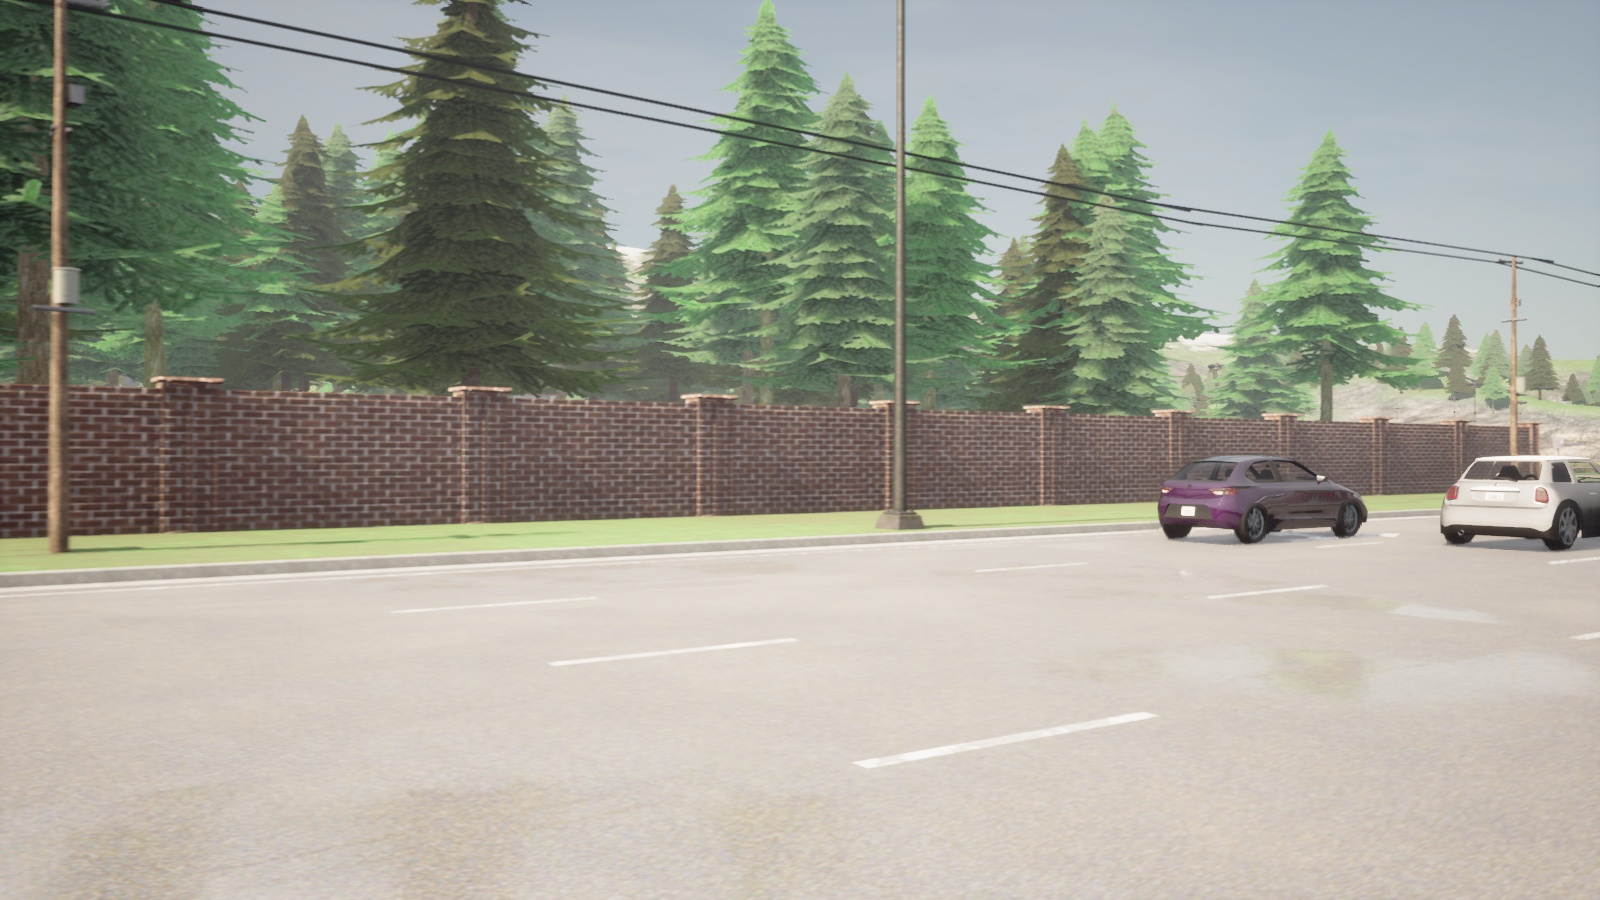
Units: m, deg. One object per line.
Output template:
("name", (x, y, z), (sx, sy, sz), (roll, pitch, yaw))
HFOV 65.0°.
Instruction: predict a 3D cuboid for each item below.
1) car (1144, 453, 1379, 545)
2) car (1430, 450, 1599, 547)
("car", (8.187, 0.794, 22.150), (4.193, 1.474, 1.816), (0, 0, -35))
("car", (12.436, 0.734, 20.843), (3.806, 1.475, 1.970), (0, 0, -35))
